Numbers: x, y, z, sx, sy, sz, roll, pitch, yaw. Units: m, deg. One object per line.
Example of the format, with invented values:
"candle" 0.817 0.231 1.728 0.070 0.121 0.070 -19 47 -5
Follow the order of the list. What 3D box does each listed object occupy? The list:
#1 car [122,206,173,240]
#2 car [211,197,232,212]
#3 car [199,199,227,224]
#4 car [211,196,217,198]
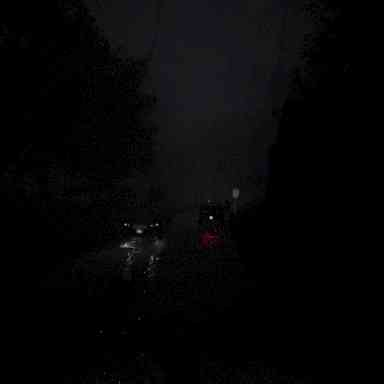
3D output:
"car" -2.138 1.473 17.023 2.128 1.511 4.902 0 0 4
"car" 3.914 1.731 42.200 2.128 1.511 4.902 0 -1 10
"car" 1.574 1.549 25.423 1.837 1.490 4.892 0 -1 6
"car" 4.048 1.573 57.487 2.097 1.767 4.553 2 1 14
